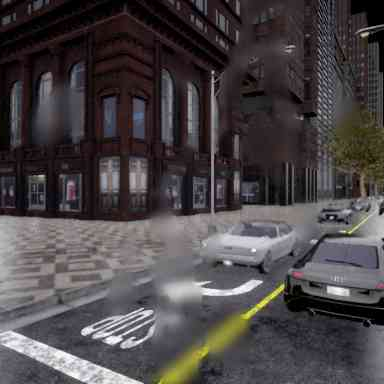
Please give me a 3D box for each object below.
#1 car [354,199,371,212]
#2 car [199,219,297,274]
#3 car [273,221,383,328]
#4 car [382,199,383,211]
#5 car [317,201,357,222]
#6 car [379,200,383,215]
[{"bbox_3d":[19.503,1.555,38.512,2.128,1.511,4.902,0,0,32],"label":"car"},{"bbox_3d":[2.127,1.605,10.850,1.895,1.301,4.718,0,0,32],"label":"car"},{"bbox_3d":[3.416,1.569,7.058,1.994,1.385,4.181,0,0,32],"label":"car"},{"bbox_3d":[25.458,1.597,42.378,2.033,1.411,5.357,0,0,32],"label":"car"},{"bbox_3d":[10.524,1.581,24.293,1.994,1.385,4.181,0,0,32],"label":"car"},{"bbox_3d":[19.990,1.536,33.516,1.837,1.490,4.892,0,0,32],"label":"car"}]
